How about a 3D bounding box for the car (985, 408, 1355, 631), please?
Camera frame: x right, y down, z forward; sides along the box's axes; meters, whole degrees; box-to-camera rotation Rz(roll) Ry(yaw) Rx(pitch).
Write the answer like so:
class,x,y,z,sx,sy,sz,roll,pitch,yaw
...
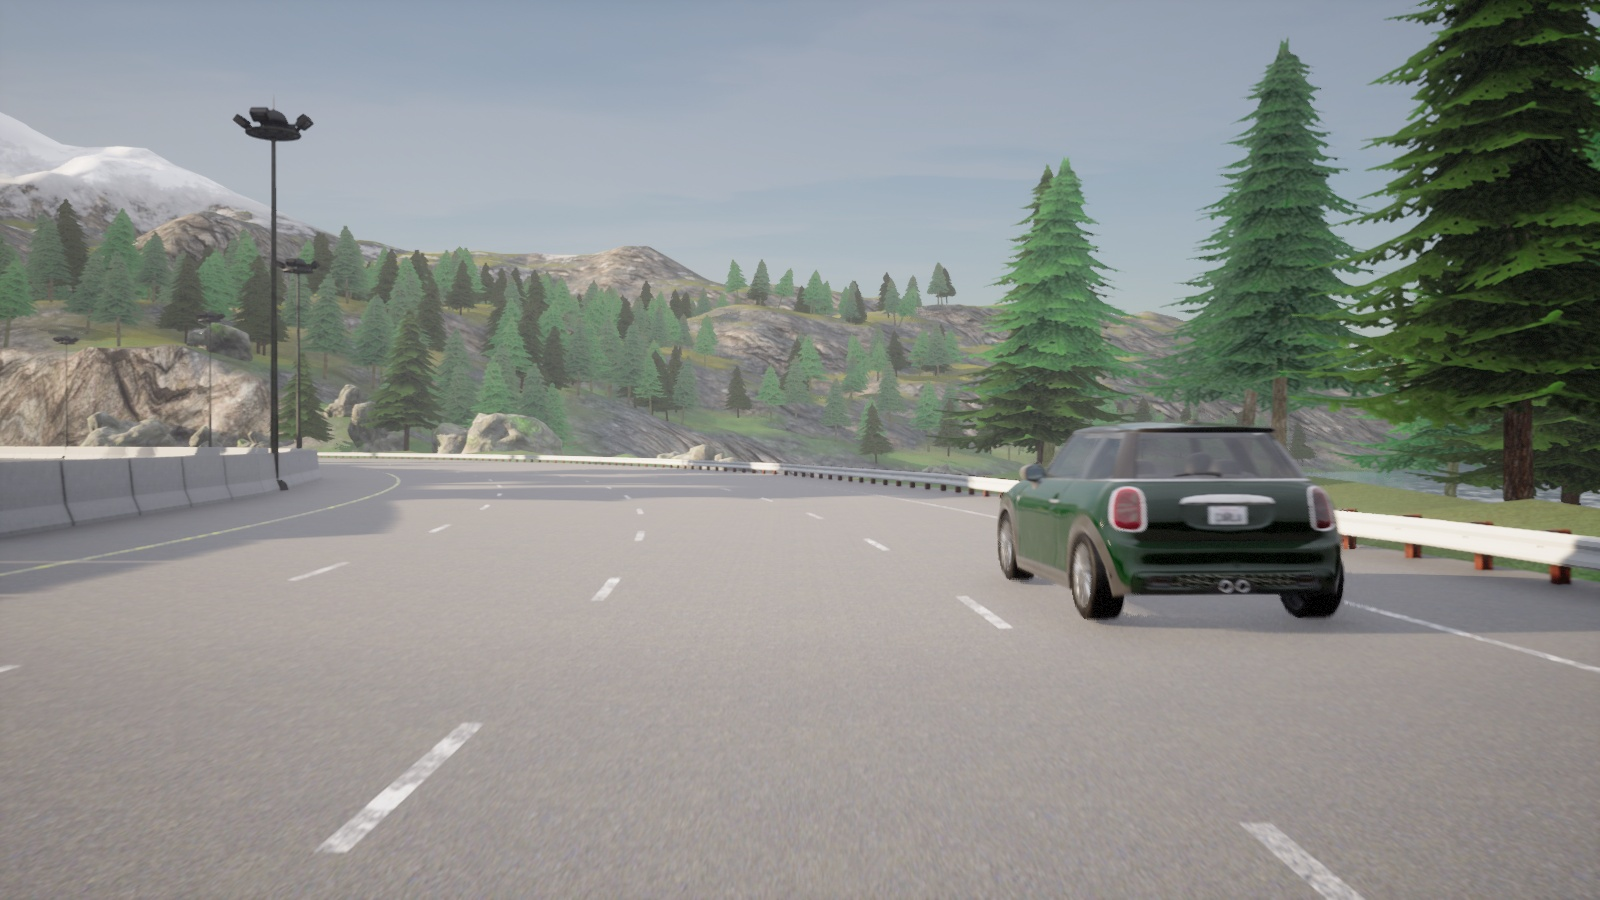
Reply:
class,x,y,z,sx,sy,sz,roll,pitch,yaw
car,3.288,0.538,12.287,2.097,1.767,4.553,0,0,-3
